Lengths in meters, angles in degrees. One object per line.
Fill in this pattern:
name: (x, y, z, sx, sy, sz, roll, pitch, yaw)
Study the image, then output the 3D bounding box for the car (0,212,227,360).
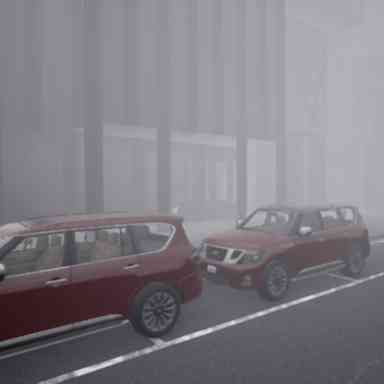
car: (-2.140, 1.301, 5.004, 5.009, 1.841, 2.192, -1, 1, -36)

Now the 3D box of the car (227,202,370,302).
car: (2.451, 1.225, 8.280, 5.009, 1.841, 2.192, -1, 1, -36)
